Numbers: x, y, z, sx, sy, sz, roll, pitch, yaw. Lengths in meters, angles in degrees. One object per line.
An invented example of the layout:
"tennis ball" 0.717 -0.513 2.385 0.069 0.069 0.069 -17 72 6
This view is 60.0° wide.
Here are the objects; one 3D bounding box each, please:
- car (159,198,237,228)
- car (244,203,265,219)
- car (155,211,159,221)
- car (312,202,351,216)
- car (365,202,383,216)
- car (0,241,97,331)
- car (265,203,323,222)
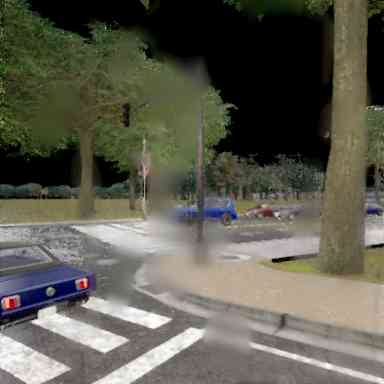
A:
"car" 0.738 1.465 24.407 5.566 2.045 2.150 0 -1 -31
"car" 7.128 1.816 32.065 4.674 1.442 1.812 0 -1 -31
"car" -0.684 1.760 27.340 4.902 1.511 2.128 0 -1 -31
"car" 15.593 1.881 37.186 4.181 1.385 1.994 0 -1 -31
"car" 18.133 1.821 34.923 4.674 1.442 1.812 0 -1 -31
"car" -4.121 1.662 6.626 4.718 1.301 1.895 -1 0 36
"car" 9.297 1.758 29.583 4.902 1.511 2.128 0 -1 -31
